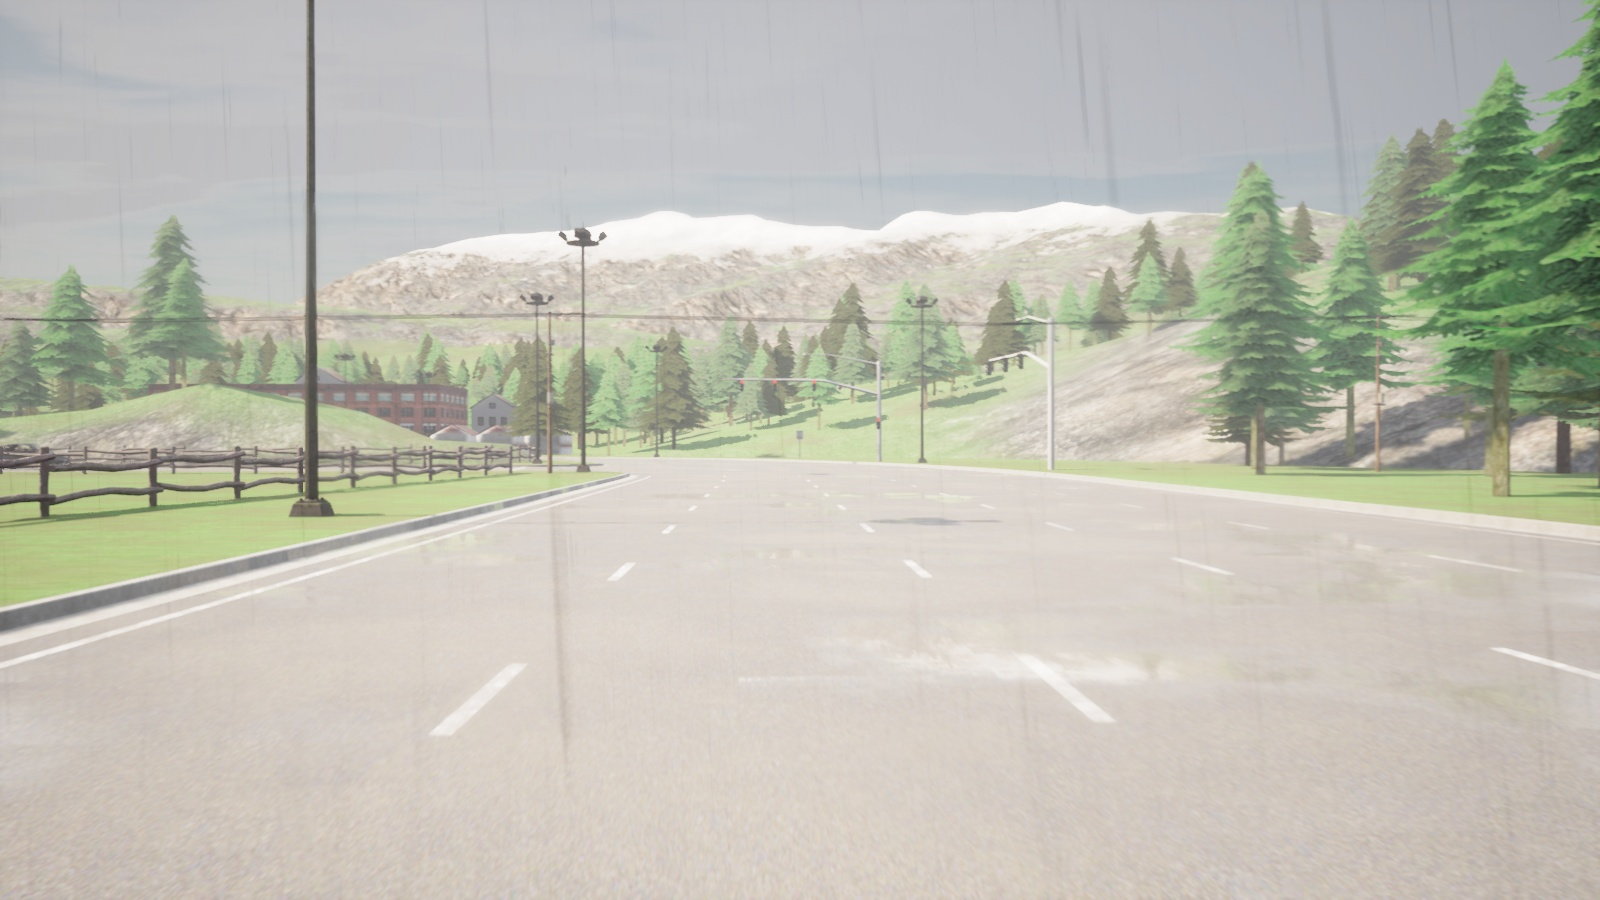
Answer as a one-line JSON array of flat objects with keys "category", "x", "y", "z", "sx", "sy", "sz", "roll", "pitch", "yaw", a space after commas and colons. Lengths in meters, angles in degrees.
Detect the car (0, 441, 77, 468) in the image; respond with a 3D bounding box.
[{"category": "car", "x": -46.440, "y": 0.291, "z": 76.224, "sx": 3.988, "sy": 1.617, "sz": 1.851, "roll": 0, "pitch": 0, "yaw": -2}]
